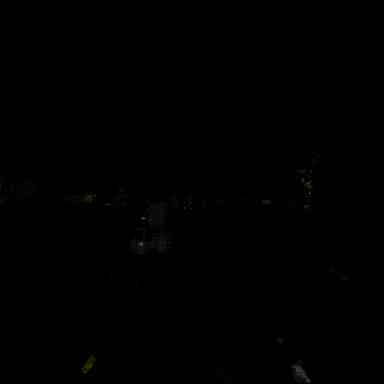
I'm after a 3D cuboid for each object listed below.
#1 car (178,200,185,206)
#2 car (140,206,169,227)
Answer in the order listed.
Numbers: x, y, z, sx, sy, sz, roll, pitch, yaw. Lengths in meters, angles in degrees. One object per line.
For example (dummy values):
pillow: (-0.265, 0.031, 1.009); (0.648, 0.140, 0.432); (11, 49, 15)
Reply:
car: (-2.753, 2.866, 87.389); (1.837, 1.490, 4.892); (0, -1, 0)
car: (-2.815, 1.834, 25.834); (1.812, 1.442, 4.674); (0, -1, 0)
